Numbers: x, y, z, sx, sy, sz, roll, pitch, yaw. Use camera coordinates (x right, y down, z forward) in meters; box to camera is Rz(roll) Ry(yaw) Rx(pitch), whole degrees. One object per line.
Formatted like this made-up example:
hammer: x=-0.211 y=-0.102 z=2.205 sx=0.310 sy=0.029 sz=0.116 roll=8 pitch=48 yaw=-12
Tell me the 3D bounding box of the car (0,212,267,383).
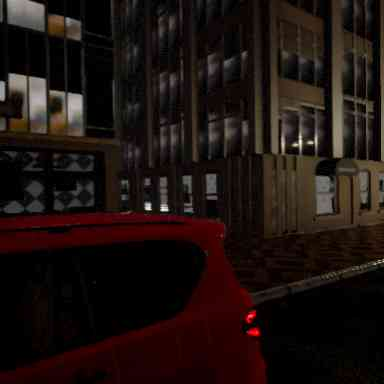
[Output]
car: x=-1.995 y=1.226 z=1.955 sx=5.566 sy=2.045 sz=2.150 roll=0 pitch=0 yaw=-35
